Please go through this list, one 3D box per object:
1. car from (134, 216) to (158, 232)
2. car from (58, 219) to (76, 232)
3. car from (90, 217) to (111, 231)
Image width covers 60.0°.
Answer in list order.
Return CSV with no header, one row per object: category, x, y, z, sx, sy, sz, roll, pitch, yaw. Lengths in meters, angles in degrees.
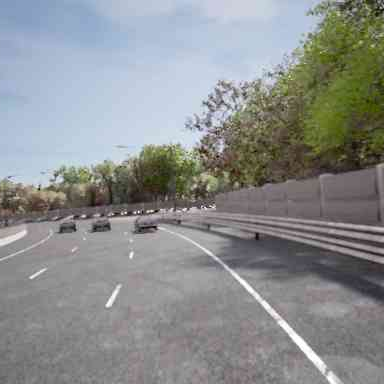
car,-4.478,2.988,32.027,2.033,1.411,5.357,-4,-2,-14
car,-15.383,4.051,40.990,2.128,1.511,4.902,-3,-2,-23
car,-10.522,3.593,38.238,2.128,1.511,4.902,-3,-2,-21
